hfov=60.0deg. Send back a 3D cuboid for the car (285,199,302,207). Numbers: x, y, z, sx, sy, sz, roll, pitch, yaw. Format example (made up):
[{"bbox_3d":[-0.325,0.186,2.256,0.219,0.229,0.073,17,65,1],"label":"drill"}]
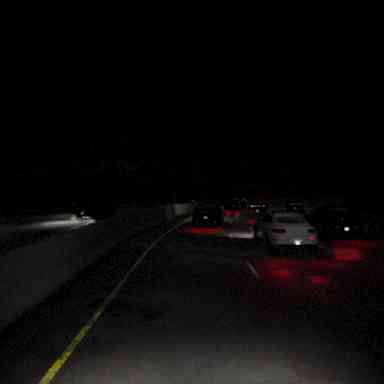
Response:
[{"bbox_3d":[11.291,1.464,36.383,2.128,1.511,4.902,0,0,17],"label":"car"}]

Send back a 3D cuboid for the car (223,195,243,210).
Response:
[{"bbox_3d":[5.819,1.481,41.973,2.128,1.511,4.902,0,0,19],"label":"car"}]

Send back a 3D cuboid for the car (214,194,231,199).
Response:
[{"bbox_3d":[6.705,1.586,67.350,1.994,1.385,4.181,0,0,34],"label":"car"}]

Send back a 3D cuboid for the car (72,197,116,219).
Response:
[{"bbox_3d":[-8.556,1.509,29.804,2.128,1.511,4.902,0,0,12],"label":"car"}]

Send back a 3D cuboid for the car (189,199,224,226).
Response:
[{"bbox_3d":[1.183,1.478,23.547,1.882,1.535,5.008,0,0,7],"label":"car"}]

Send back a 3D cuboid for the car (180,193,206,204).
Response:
[{"bbox_3d":[0.255,1.236,47.635,2.150,2.045,5.566,0,0,22],"label":"car"}]

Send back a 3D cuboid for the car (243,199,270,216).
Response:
[{"bbox_3d":[6.383,1.480,31.934,2.128,1.511,4.902,0,0,13],"label":"car"}]

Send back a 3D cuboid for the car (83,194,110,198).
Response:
[{"bbox_3d":[-10.753,1.250,36.287,2.150,2.045,5.566,0,0,14],"label":"car"}]

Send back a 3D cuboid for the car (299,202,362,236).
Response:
[{"bbox_3d":[7.586,1.502,18.289,1.837,1.490,4.892,0,0,5],"label":"car"}]

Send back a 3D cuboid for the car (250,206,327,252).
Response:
[{"bbox_3d":[3.778,1.529,13.917,1.812,1.442,4.674,0,0,2],"label":"car"}]
